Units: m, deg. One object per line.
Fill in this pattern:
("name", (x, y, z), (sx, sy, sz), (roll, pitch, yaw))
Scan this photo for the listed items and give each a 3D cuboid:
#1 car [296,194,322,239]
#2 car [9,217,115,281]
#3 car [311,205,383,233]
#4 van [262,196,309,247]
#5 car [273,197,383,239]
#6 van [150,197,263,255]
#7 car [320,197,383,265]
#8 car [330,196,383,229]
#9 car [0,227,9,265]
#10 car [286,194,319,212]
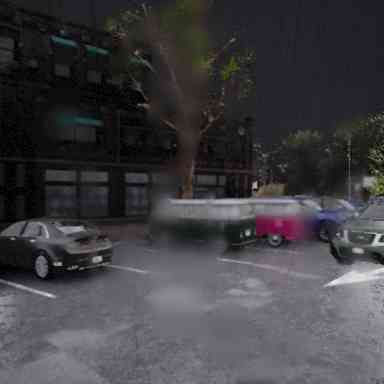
("car", (5.213, 1.282, 16.800), (5.566, 2.045, 2.435), (-1, -1, 34))
("car", (-4.432, 1.495, 9.924), (4.892, 1.521, 2.231), (-1, -1, 34))
("car", (10.030, 1.582, 20.250), (4.792, 1.488, 2.163), (-1, -1, 34))
("van", (2.682, 1.300, 15.151), (4.442, 1.987, 1.878), (-1, -1, 34))
("car", (7.621, 1.292, 18.521), (5.566, 2.045, 2.435), (-1, -1, 34))
("van", (0.275, 1.290, 13.430), (4.442, 1.987, 1.878), (-1, -1, 34))
("car", (6.794, 1.261, 10.702), (5.566, 2.045, 2.150), (0, 0, -36))
("car", (12.380, 1.312, 21.981), (5.566, 2.045, 2.435), (-1, -1, 35))
("car", (-6.869, 1.359, 8.218), (4.553, 1.767, 2.185), (-1, -1, 34))
("car", (14.141, 1.358, 42.494), (2.435, 2.045, 5.566), (0, 1, 36))
